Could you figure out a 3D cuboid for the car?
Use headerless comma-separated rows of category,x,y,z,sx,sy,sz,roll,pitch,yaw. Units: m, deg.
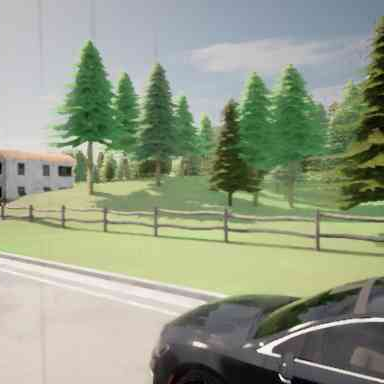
car,1.818,1.506,2.696,4.892,1.490,1.837,0,0,36
